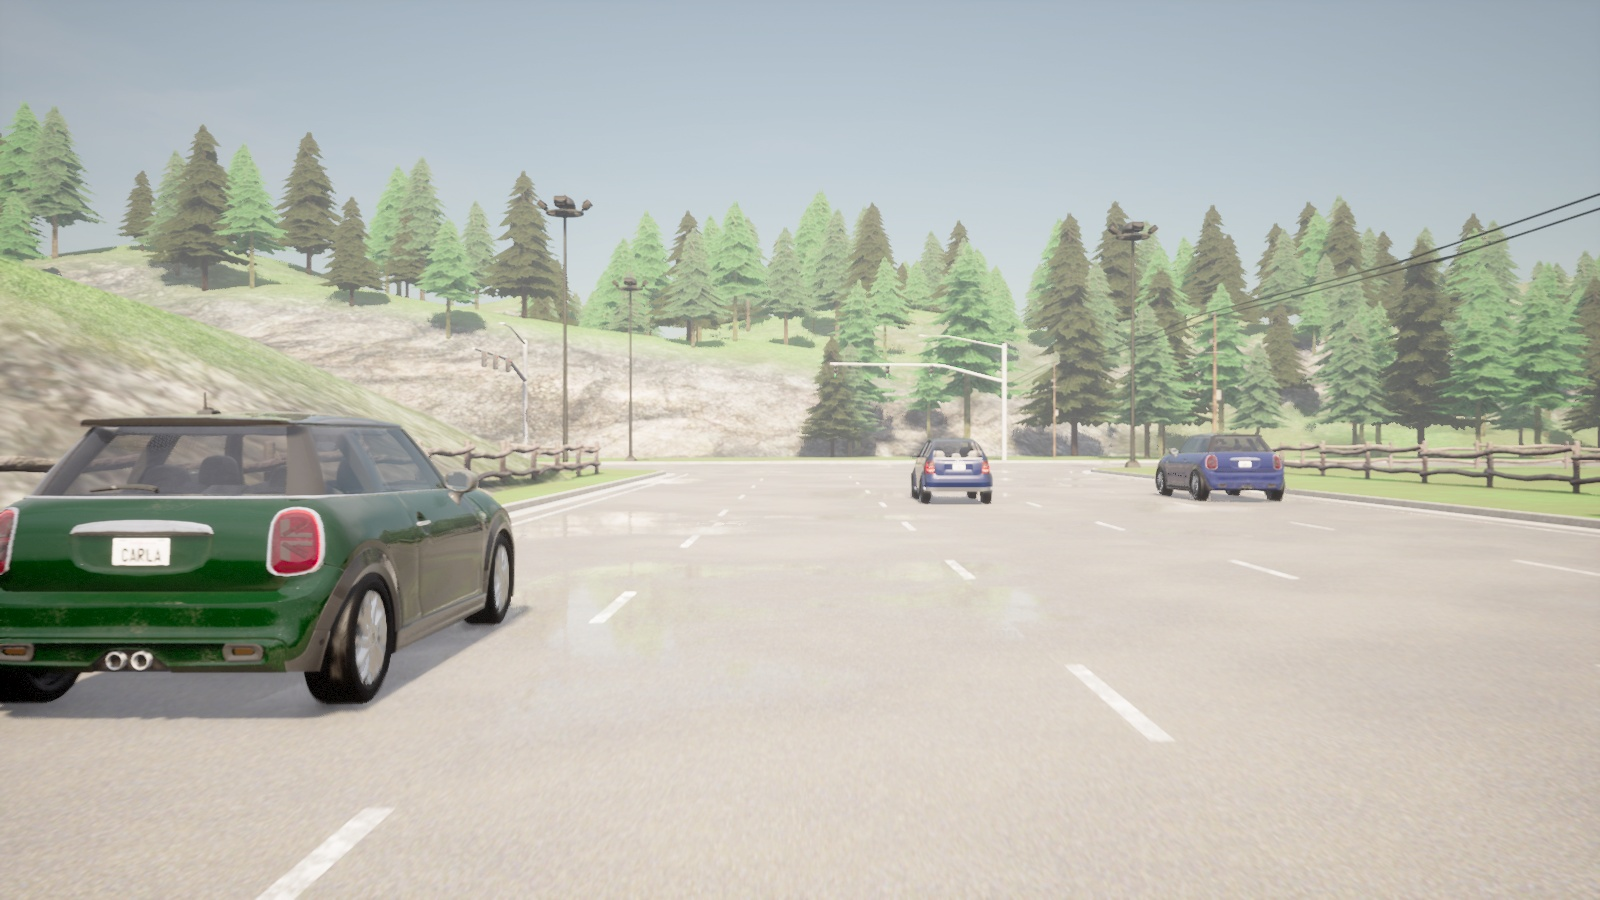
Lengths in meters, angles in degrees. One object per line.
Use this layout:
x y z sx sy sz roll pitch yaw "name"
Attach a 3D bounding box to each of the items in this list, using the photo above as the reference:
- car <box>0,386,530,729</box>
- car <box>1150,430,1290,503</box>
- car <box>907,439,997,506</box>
-3.435 0.538 8.755 2.097 1.767 4.553 0 0 0 "car"
10.698 0.378 32.329 2.097 1.767 4.553 0 0 0 "car"
3.690 0.502 31.005 1.789 1.549 3.705 0 0 0 "car"
